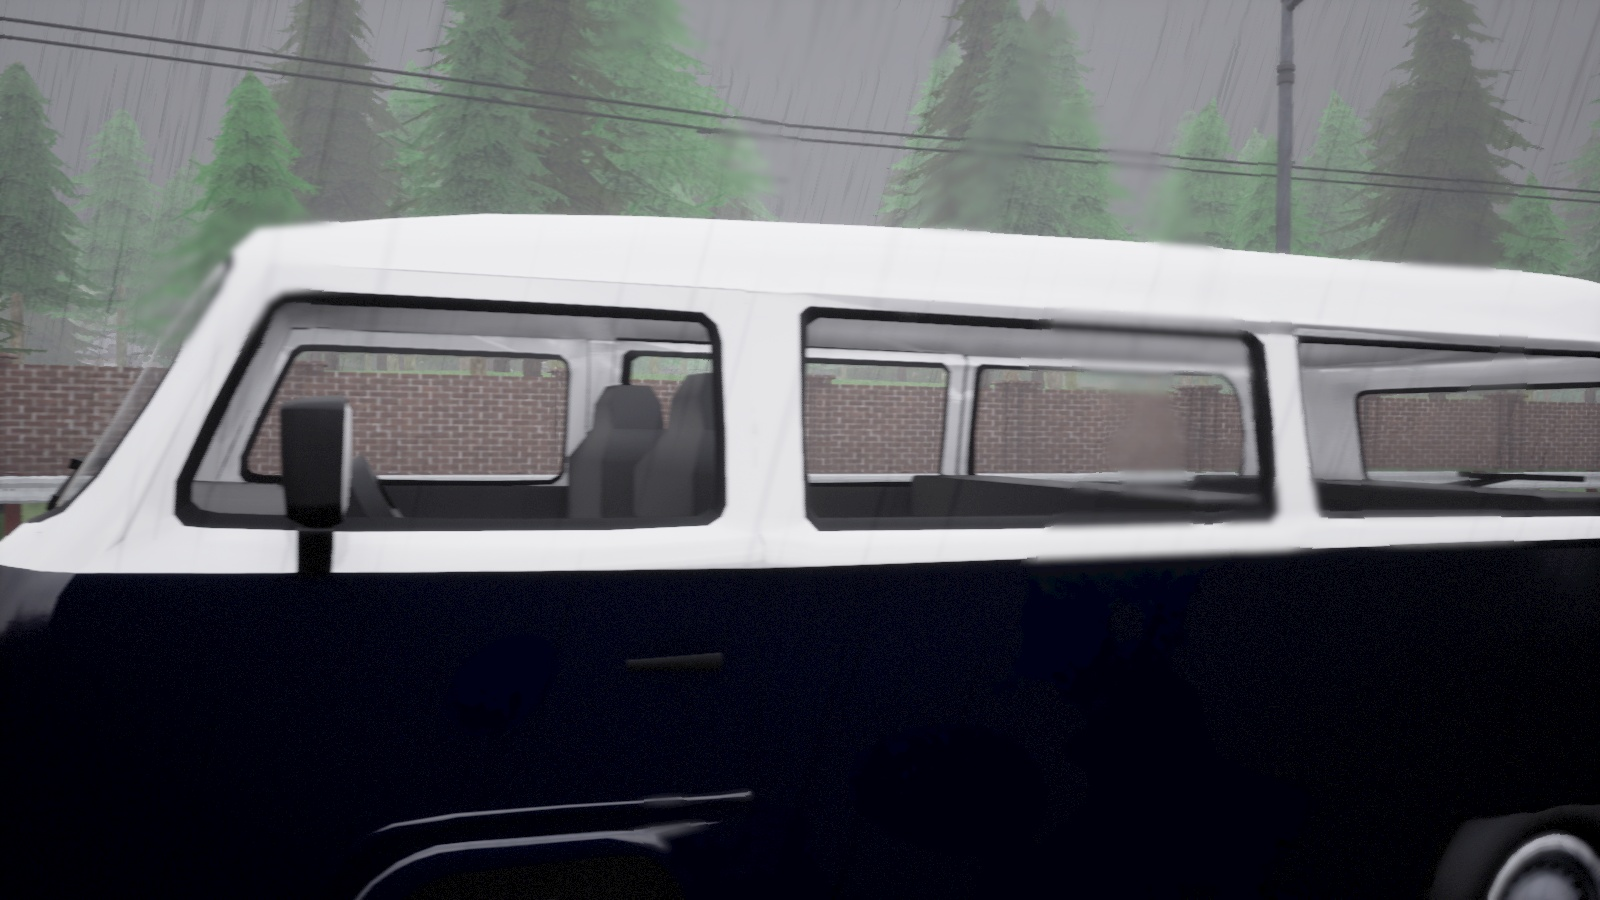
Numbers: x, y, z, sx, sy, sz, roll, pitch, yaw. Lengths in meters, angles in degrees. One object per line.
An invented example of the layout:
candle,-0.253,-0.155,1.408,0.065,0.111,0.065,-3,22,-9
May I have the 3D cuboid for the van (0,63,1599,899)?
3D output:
van,0.388,0.466,3.383,4.480,2.038,2.069,0,1,-21
